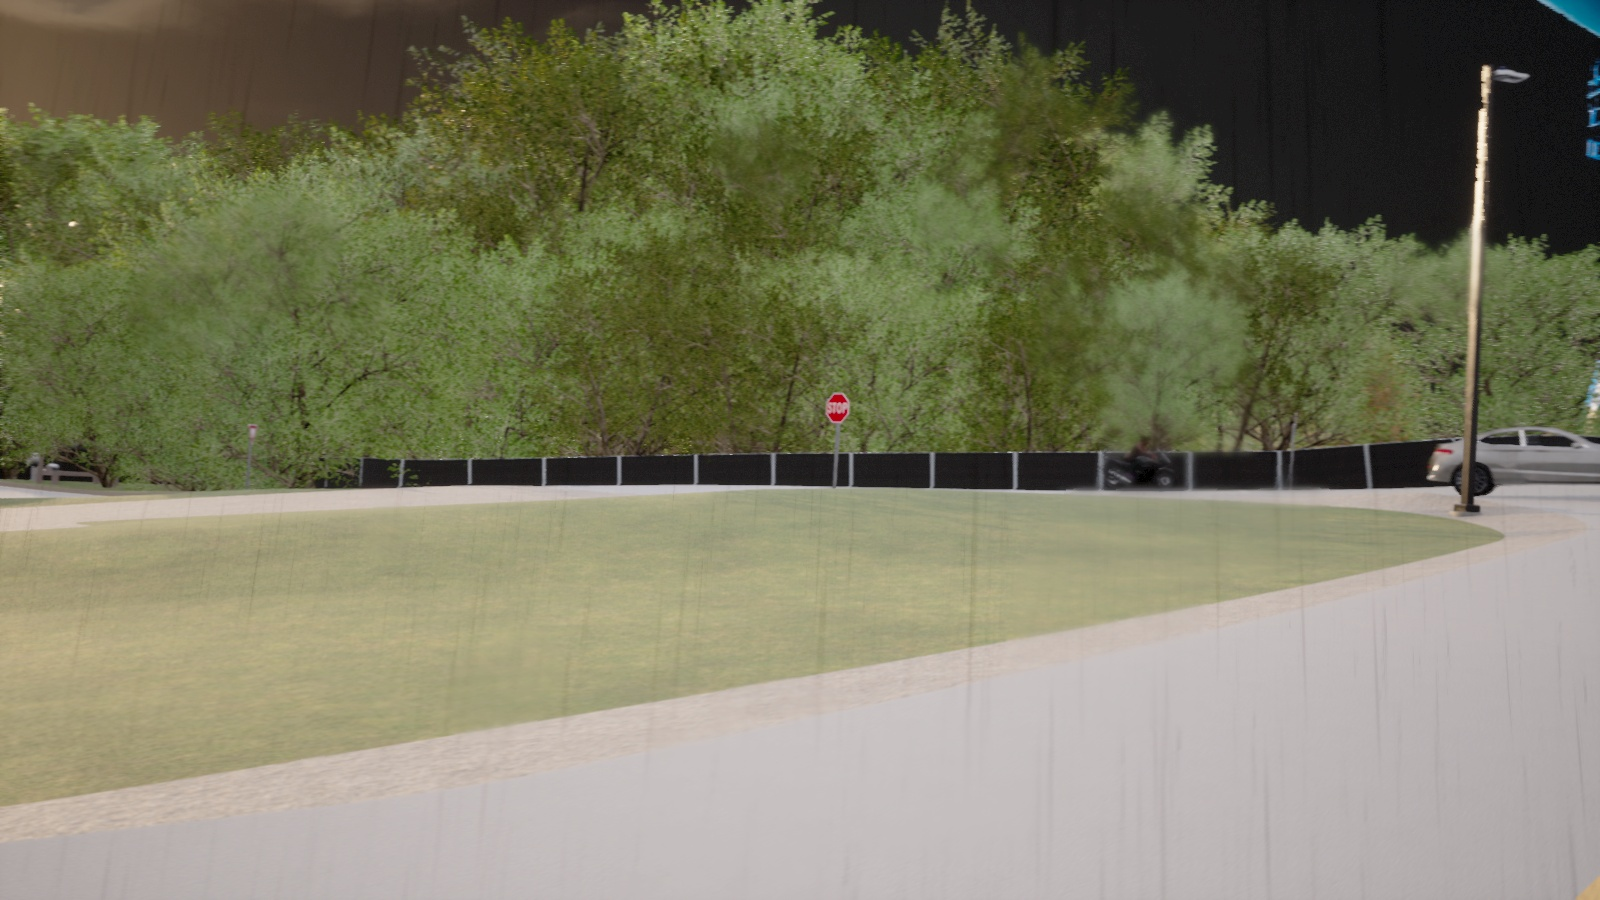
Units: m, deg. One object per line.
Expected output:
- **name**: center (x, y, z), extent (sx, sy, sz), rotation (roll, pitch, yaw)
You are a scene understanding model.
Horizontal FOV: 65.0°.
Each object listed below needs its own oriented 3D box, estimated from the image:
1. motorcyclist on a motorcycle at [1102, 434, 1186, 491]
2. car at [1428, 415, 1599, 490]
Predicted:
- **motorcyclist on a motorcycle**: center (9.335, 0.346, 34.084), extent (2.044, 1.523, 0.797), rotation (0, -1, 31)
- **car**: center (17.481, 0.062, 29.093), extent (5.027, 1.651, 2.152), rotation (-1, -1, 33)
